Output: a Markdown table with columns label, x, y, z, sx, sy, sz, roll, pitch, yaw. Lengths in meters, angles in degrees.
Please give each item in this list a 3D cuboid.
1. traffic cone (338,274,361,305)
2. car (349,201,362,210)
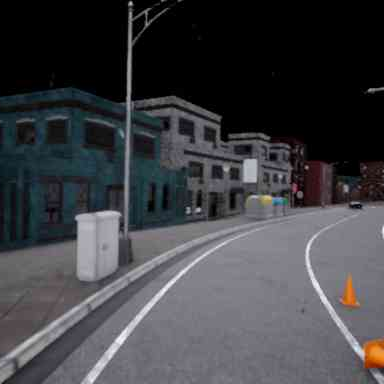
| label | x | y | z | sx | sy | sz | roll | pitch | yaw |
| --- | --- | --- | --- | --- | --- | --- | --- | --- | --- |
| traffic cone | 3.354 | 2.054 | 7.091 | 0.340 | 0.580 | 0.340 | 2 | 0 | 1 |
| car | 29.960 | 2.451 | 60.946 | 1.882 | 1.535 | 5.008 | 2 | 0 | 31 |
